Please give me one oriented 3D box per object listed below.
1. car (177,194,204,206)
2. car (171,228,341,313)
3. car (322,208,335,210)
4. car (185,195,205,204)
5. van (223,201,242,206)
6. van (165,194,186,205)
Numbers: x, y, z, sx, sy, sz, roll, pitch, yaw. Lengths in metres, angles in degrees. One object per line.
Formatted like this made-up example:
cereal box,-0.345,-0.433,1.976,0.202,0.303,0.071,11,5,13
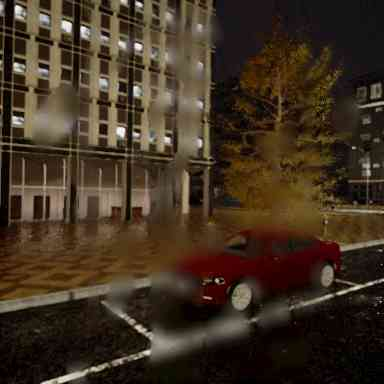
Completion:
car,0.355,1.224,52.807,2.192,1.841,5.009,2,-1,-36
car,1.641,1.564,7.713,4.507,1.381,1.887,0,1,-35
car,16.998,1.705,43.951,1.947,1.339,4.313,2,-1,-36
car,0.605,1.505,66.841,1.967,1.590,4.097,2,-1,-36
van,7.165,1.434,57.686,1.690,1.788,3.998,2,-1,-36
van,-2.925,1.236,57.385,1.690,1.788,3.998,2,-1,-36
